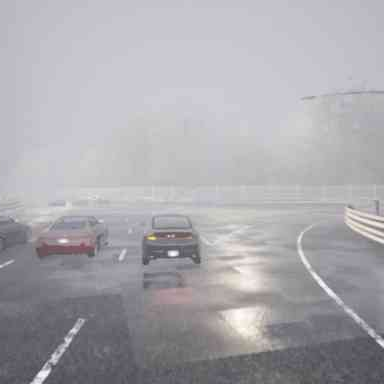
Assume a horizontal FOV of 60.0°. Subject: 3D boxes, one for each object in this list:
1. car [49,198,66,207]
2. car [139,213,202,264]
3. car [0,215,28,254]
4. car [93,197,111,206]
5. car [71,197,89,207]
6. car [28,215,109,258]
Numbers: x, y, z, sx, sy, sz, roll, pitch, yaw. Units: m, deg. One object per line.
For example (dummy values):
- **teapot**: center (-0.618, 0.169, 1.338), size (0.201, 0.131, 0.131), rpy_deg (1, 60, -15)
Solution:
- **car**: center (-21.090, 1.627, 52.042), size (1.994, 1.385, 4.181), rpy_deg (0, 0, -32)
- **car**: center (-0.798, 1.504, 11.869), size (1.837, 1.490, 4.892), rpy_deg (0, 0, -6)
- **car**: center (-7.997, 1.590, 13.198), size (1.994, 1.385, 4.181), rpy_deg (0, 0, -7)
- **car**: center (-15.024, 1.517, 55.534), size (1.882, 1.535, 5.008), rpy_deg (0, 0, -32)
- **car**: center (-18.057, 1.577, 53.788), size (1.812, 1.442, 4.674), rpy_deg (0, 0, -32)
- **car**: center (-4.437, 1.577, 12.874), size (1.994, 1.385, 4.181), rpy_deg (0, 0, -7)
